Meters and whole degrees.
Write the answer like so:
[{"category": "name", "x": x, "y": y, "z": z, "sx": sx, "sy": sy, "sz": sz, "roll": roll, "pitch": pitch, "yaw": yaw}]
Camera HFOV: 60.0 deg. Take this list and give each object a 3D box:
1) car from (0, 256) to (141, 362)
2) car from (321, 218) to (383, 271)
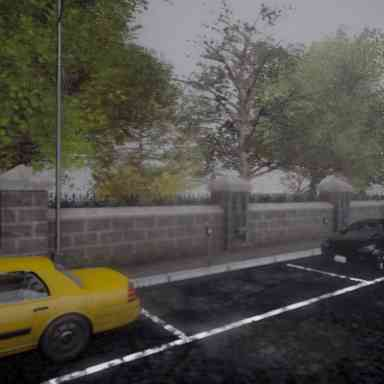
[{"category": "car", "x": -3.083, "y": 1.525, "z": 4.358, "sx": 4.829, "sy": 1.417, "sz": 1.752, "roll": 0, "pitch": 0, "yaw": -36}, {"category": "car", "x": 6.070, "y": 1.568, "z": 10.894, "sx": 4.313, "sy": 1.339, "sz": 1.947, "roll": 0, "pitch": 0, "yaw": -36}]
